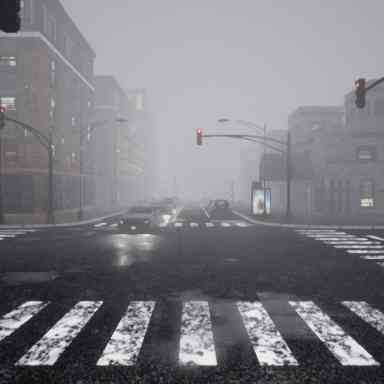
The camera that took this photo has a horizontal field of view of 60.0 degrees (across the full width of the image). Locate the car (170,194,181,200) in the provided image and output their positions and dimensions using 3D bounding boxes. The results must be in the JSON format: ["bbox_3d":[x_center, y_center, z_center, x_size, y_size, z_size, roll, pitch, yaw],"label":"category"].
[{"bbox_3d":[-3.025,1.535,57.430,1.837,1.490,4.892,0,0,0],"label":"car"}]

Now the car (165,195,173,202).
[{"bbox_3d":[-5.640,1.592,82.908,1.752,1.417,4.829,-1,0,0],"label":"car"}]

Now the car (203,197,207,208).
[{"bbox_3d":[2.714,1.597,43.209,1.802,1.307,4.206,0,0,0],"label":"car"}]

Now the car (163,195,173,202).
[{"bbox_3d":[-5.646,1.497,77.382,1.967,1.590,4.097,0,0,0],"label":"car"}]

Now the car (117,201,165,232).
[{"bbox_3d":[-3.082,1.515,20.188,2.033,1.411,5.357,0,0,0],"label":"car"}]

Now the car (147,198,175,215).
[{"bbox_3d":[-3.073,1.572,33.791,1.994,1.385,4.181,0,0,1],"label":"car"}]

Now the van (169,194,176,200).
[{"bbox_3d":[-5.634,1.430,94.472,1.690,1.788,3.998,-1,0,0],"label":"van"}]

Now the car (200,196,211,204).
[{"bbox_3d":[2.729,1.591,65.996,2.008,1.369,4.403,-1,0,0],"label":"car"}]

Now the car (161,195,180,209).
[{"bbox_3d":[-3.062,1.524,45.285,1.837,1.490,4.892,0,-1,0],"label":"car"}]

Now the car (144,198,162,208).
[{"bbox_3d":[-5.663,1.571,48.899,2.008,1.369,4.403,0,0,0],"label":"car"}]

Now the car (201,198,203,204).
[{"bbox_3d":[2.717,1.571,48.906,2.008,1.369,4.403,0,0,0],"label":"car"}]

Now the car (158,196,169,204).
[{"bbox_3d":[-5.652,1.565,65.819,1.752,1.417,4.829,0,0,0],"label":"car"}]

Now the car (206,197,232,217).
[{"bbox_3d":[2.705,1.446,31.815,1.967,1.590,4.097,0,0,0],"label":"car"}]
